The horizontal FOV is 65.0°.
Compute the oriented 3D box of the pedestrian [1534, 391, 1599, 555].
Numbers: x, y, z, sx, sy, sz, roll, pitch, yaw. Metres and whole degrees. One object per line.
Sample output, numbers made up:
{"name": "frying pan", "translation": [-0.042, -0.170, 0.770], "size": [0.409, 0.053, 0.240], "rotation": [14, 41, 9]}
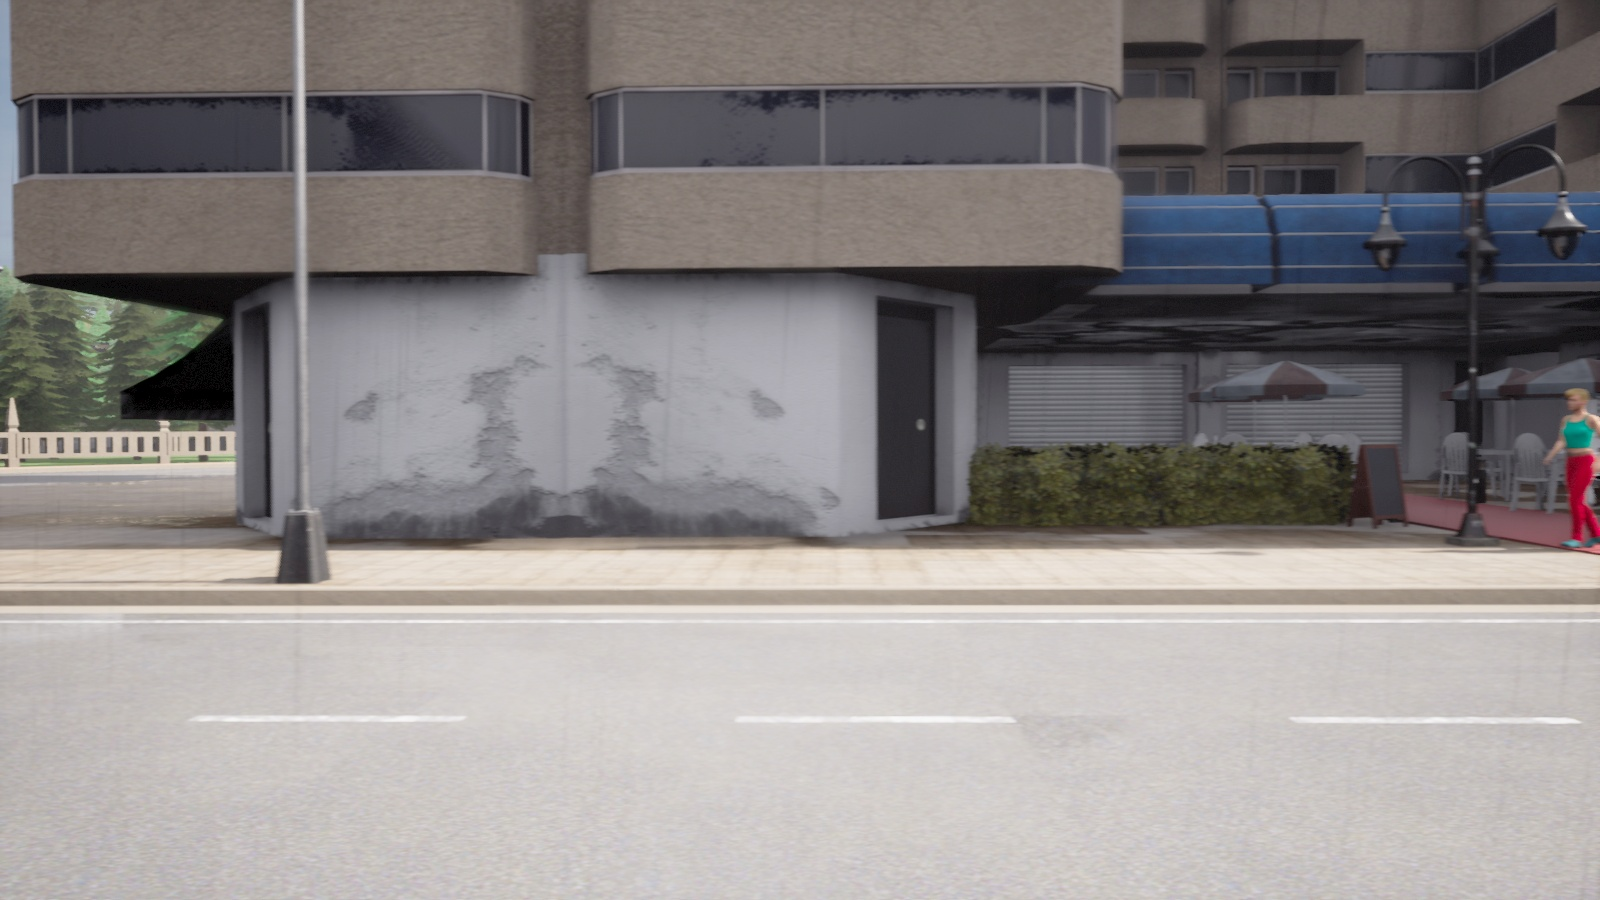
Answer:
{"name": "pedestrian", "translation": [8.778, 0.255, 14.320], "size": [0.594, 1.836, 0.345], "rotation": [0, 1, -10]}
